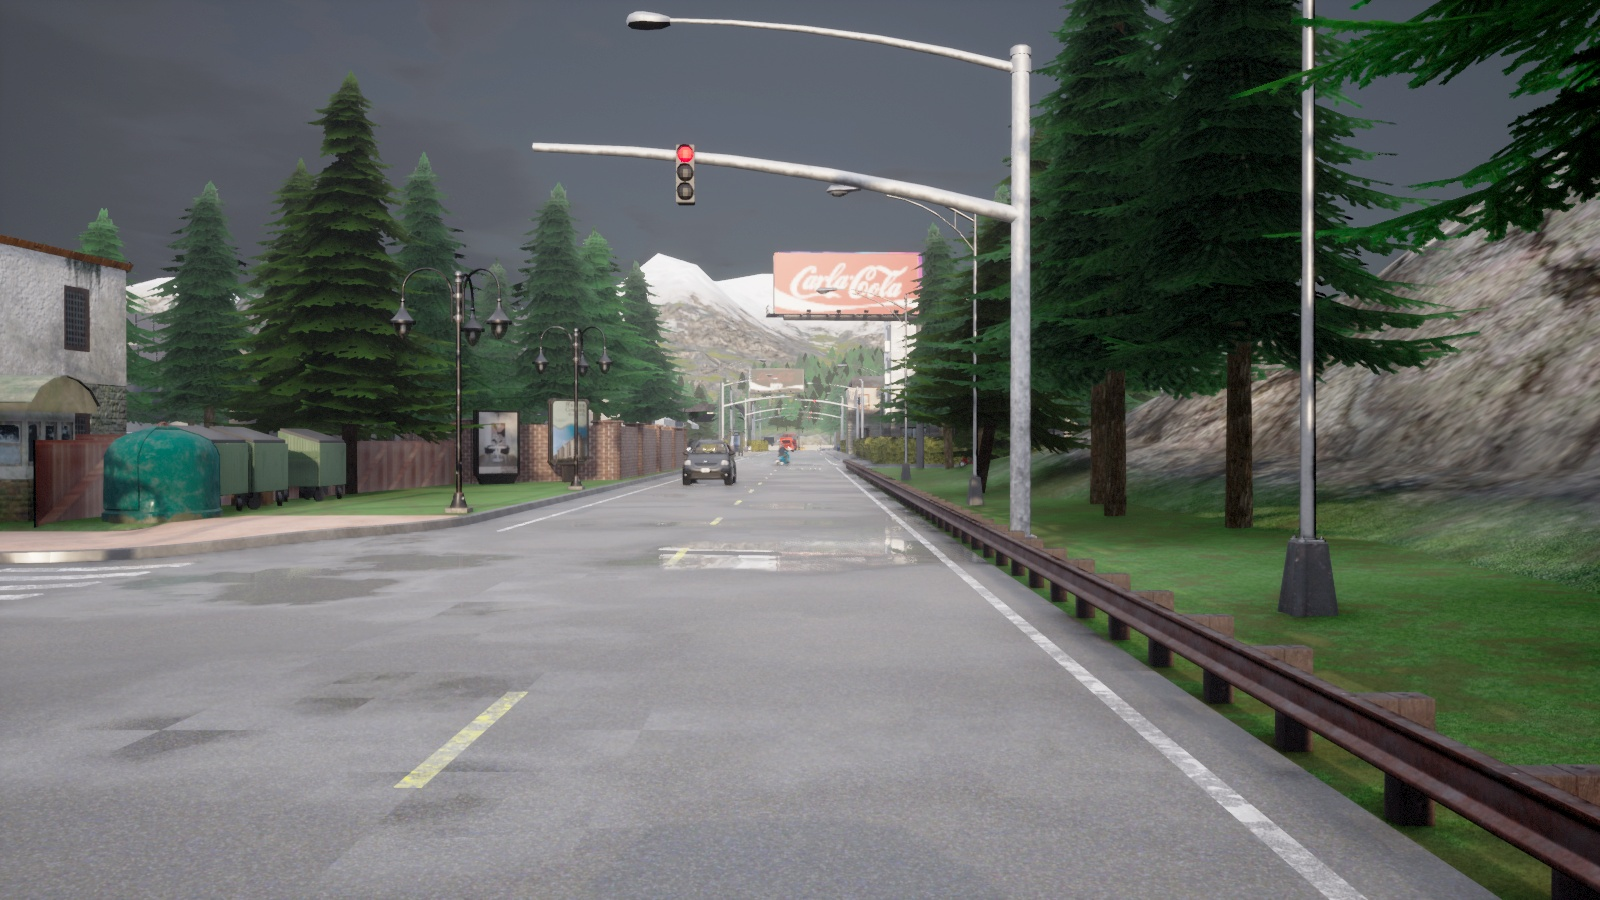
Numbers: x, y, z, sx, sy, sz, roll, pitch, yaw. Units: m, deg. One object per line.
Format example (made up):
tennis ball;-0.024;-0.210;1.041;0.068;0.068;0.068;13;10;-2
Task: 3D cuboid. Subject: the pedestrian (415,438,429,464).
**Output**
pedestrian;-27.092;0.054;90.009;0.849;1.883;0.563;0;0;0

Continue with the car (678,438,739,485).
car;-3.227;0.389;44.916;1.851;1.617;3.988;0;0;0
